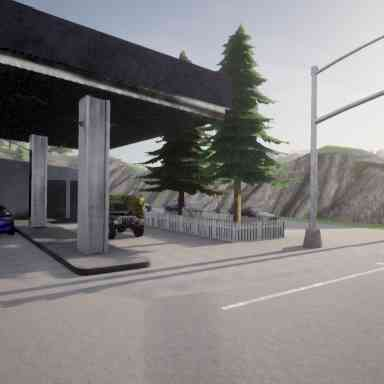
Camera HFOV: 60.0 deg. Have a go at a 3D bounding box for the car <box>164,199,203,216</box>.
[{"bbox_3d":[-0.856,1.541,32.721,2.097,1.767,4.553,1,0,-35],"label":"car"}]

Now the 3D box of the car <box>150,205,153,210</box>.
[{"bbox_3d":[-6.889,1.666,41.467,2.033,1.411,5.357,1,0,-34],"label":"car"}]

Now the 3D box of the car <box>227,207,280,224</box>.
[{"bbox_3d":[4.548,1.815,24.883,1.994,1.385,4.181,1,0,-35],"label":"car"}]

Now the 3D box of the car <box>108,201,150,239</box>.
[{"bbox_3d":[-4.248,1.448,18.395,1.905,1.878,3.866,1,0,-35],"label":"car"}]

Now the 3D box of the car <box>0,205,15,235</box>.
[{"bbox_3d":[-11.376,1.525,18.673,2.242,1.667,4.611,1,0,-35],"label":"car"}]
